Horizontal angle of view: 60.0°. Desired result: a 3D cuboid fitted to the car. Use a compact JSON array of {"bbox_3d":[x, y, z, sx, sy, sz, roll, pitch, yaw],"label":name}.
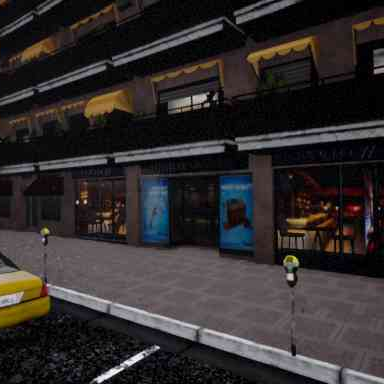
[{"bbox_3d":[-4.552,1.527,6.127,4.829,1.417,1.752,0,-1,35],"label":"car"}]
